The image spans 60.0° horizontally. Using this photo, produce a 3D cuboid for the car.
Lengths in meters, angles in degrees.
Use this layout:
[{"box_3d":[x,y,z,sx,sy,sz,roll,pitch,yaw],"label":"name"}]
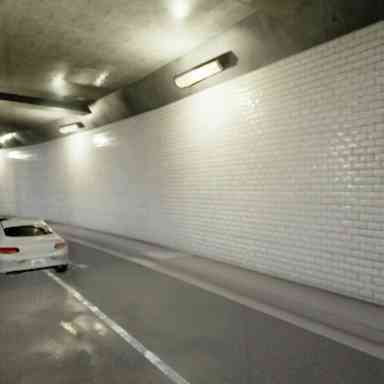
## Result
[{"box_3d":[-5.003,1.440,9.521,1.812,1.442,4.674,0,0,-39],"label":"car"}]
